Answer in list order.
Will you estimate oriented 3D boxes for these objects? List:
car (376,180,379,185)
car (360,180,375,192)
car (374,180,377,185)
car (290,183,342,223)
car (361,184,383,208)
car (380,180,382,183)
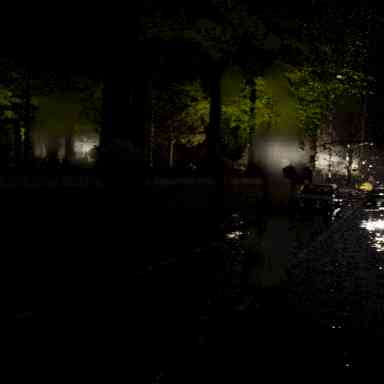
[{"bbox_3d":[37.267,-1.292,69.421,1.887,1.381,4.507,4,4,30],"label":"car"},{"bbox_3d":[28.869,-0.771,55.202,1.752,1.417,4.829,4,4,30],"label":"car"},{"bbox_3d":[31.725,-0.930,60.040,2.008,1.369,4.403,4,4,30],"label":"car"},{"bbox_3d":[6.753,0.461,17.742,2.192,1.841,5.009,4,4,30],"label":"car"},{"bbox_3d":[14.770,0.447,26.099,2.128,1.511,4.902,4,4,30],"label":"car"},{"bbox_3d":[45.589,-2.048,83.479,2.192,1.841,5.009,4,4,30],"label":"car"}]
